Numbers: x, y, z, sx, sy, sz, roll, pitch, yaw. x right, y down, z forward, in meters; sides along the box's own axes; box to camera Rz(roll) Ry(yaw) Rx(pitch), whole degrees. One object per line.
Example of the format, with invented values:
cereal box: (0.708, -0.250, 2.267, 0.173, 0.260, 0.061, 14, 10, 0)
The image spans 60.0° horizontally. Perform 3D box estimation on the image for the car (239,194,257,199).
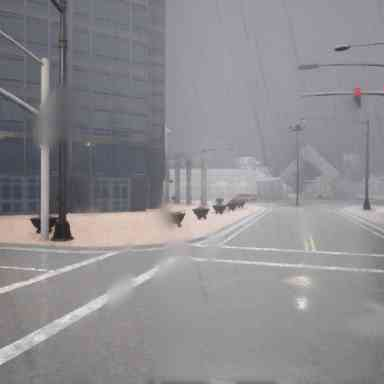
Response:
car: (15.666, 1.208, 92.440, 4.892, 1.490, 1.837, 0, 0, -31)

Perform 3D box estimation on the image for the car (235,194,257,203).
car: (10.209, 1.143, 63.484, 2.097, 1.767, 4.553, 0, 0, -34)
